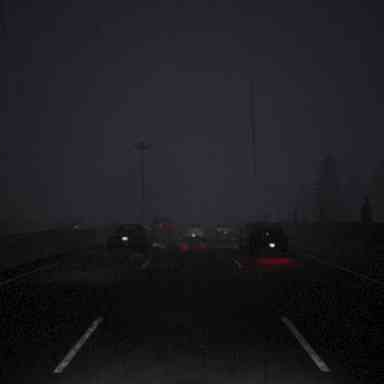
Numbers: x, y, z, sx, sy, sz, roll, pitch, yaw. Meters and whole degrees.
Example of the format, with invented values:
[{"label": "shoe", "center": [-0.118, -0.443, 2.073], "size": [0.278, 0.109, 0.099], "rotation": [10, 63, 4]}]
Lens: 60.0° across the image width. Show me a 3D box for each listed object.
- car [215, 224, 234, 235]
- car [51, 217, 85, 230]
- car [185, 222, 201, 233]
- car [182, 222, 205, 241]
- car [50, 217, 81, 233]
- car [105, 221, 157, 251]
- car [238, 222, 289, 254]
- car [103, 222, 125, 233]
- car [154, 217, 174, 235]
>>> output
[{"label": "car", "center": [3.621, 4.258, 37.945], "size": [1.895, 1.301, 4.718], "rotation": [0, -5, 0]}, {"label": "car", "center": [-13.990, 3.869, 37.830], "size": [2.150, 2.045, 5.566], "rotation": [0, -6, 0]}, {"label": "car", "center": [0.126, 4.955, 46.344], "size": [2.033, 1.411, 5.357], "rotation": [0, -5, 0]}, {"label": "car", "center": [0.116, 3.248, 27.481], "size": [1.812, 1.442, 4.674], "rotation": [0, -5, 0]}, {"label": "car", "center": [-17.472, 4.621, 46.445], "size": [2.150, 2.045, 5.566], "rotation": [0, -5, 0]}, {"label": "car", "center": [-3.389, 2.508, 18.796], "size": [1.994, 1.385, 4.181], "rotation": [0, -5, 0]}, {"label": "car", "center": [3.610, 2.324, 17.378], "size": [1.837, 1.490, 4.892], "rotation": [0, -4, 0]}, {"label": "car", "center": [-10.476, 4.810, 45.131], "size": [1.837, 1.490, 4.892], "rotation": [0, -6, 0]}, {"label": "car", "center": [-3.378, 3.934, 38.568], "size": [2.150, 2.045, 5.566], "rotation": [0, -5, 0]}]
